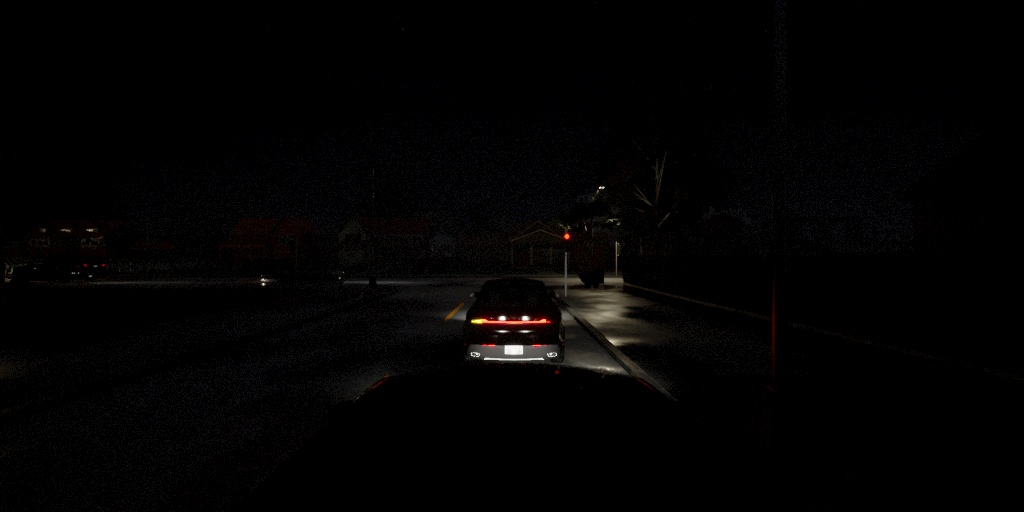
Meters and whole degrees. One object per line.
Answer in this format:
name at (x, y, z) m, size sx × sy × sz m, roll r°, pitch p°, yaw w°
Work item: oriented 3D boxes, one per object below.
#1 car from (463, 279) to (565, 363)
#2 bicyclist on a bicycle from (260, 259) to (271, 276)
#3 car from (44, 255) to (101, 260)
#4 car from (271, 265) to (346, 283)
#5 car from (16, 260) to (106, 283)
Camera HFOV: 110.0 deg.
car at (0.052, 1.255, 8.153) m, size 1.837 × 1.490 × 4.892 m, roll 0°, pitch 0°, yaw 1°
bicyclist on a bicycle at (-24.169, 1.099, 35.189) m, size 0.582 × 1.620 × 1.656 m, roll 0°, pitch 0°, yaw 0°
car at (-38.635, 0.971, 30.972) m, size 5.566 × 2.045 × 2.150 m, roll 0°, pitch 0°, yaw 0°
car at (-15.095, 1.351, 26.803) m, size 4.718 × 1.301 × 1.895 m, roll 0°, pitch 0°, yaw 0°
car at (-33.953, 1.241, 26.782) m, size 4.902 × 1.511 × 2.128 m, roll 0°, pitch 0°, yaw 0°
